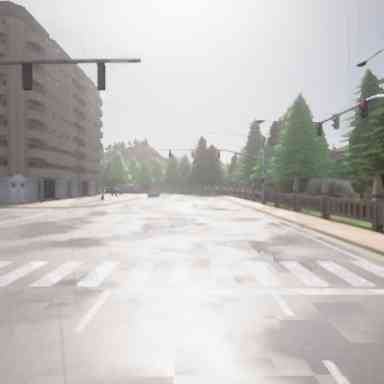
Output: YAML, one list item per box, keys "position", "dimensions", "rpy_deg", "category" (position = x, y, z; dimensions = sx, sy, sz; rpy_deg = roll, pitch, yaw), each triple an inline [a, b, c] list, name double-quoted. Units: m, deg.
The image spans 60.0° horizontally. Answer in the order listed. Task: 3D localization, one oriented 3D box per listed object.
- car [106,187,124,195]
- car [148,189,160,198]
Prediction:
- position: [-20.375, -0.273, 87.841]
  dimensions: [5.566, 2.045, 2.150]
  rpy_deg: [1, 1, 38]
  category: "car"
- position: [-7.574, 0.229, 65.982]
  dimensions: [2.097, 1.767, 4.553]
  rpy_deg: [0, 1, -11]
  category: "car"
